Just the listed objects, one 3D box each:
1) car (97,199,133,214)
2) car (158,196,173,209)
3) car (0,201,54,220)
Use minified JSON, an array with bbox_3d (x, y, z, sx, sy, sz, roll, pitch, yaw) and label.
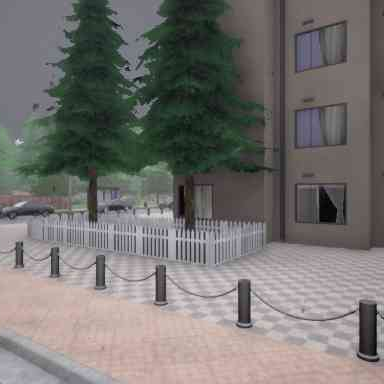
[{"bbox_3d":[-8.663,1.476,36.134,2.128,1.511,4.902,0,0,37],"label":"car"},{"bbox_3d":[-2.491,1.337,44.299,2.097,1.767,4.553,0,0,37],"label":"car"},{"bbox_3d":[-14.255,1.510,28.674,1.812,1.442,4.674,0,0,37],"label":"car"}]
